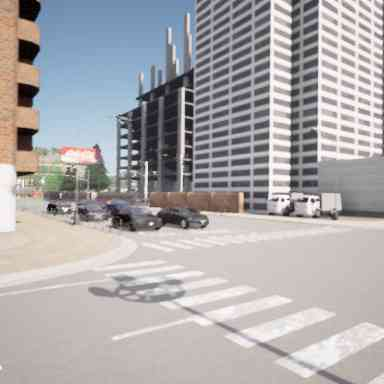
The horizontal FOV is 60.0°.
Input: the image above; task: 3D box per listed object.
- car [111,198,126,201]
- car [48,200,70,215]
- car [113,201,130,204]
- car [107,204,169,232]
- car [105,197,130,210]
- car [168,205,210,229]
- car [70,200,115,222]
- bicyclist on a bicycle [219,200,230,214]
[{"bbox_3d":[-9.272,1.768,41.913,1.882,1.535,5.008,1,-1,-36],"label":"car"},{"bbox_3d":[-14.757,1.688,37.258,2.128,1.511,4.902,1,-1,-35],"label":"car"},{"bbox_3d":[-5.889,1.803,30.893,1.994,1.385,4.181,1,-1,-35],"label":"car"},{"bbox_3d":[-3.616,1.754,21.732,1.994,1.385,4.181,1,-1,-36],"label":"car"},{"bbox_3d":[-11.448,1.691,50.759,2.097,1.767,4.553,1,-1,-36],"label":"car"},{"bbox_3d":[-0.692,1.741,23.660,1.837,1.490,4.892,1,-1,-36],"label":"car"},{"bbox_3d":[-8.714,1.718,28.842,1.812,1.442,4.674,1,-1,-36],"label":"car"},{"bbox_3d":[3.714,1.698,38.053,1.656,1.620,0.582,1,0,-36],"label":"bicyclist on a bicycle"}]
